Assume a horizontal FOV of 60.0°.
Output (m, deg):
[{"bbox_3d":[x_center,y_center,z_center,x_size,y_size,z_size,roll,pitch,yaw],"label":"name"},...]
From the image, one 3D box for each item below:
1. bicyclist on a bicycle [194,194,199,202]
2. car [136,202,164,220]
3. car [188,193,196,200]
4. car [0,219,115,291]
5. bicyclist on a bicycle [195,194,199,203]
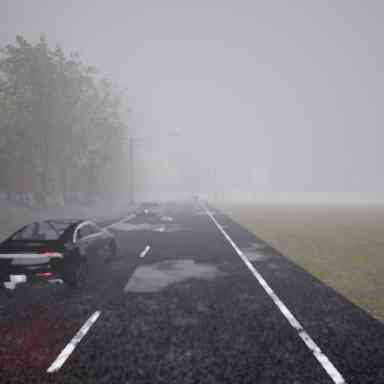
[{"bbox_3d":[0.951,1.300,69.158,0.866,1.612,1.509,0,0,0],"label":"bicyclist on a bicycle"},{"bbox_3d":[-3.405,1.493,27.370,2.033,1.411,5.357,0,0,0],"label":"car"},{"bbox_3d":[-0.010,1.301,84.535,1.882,1.535,5.008,0,0,0],"label":"car"},{"bbox_3d":[-3.401,1.473,8.935,2.128,1.511,4.902,0,0,0],"label":"car"},{"bbox_3d":[0.955,1.254,59.299,0.659,1.776,1.843,0,0,0],"label":"bicyclist on a bicycle"}]
